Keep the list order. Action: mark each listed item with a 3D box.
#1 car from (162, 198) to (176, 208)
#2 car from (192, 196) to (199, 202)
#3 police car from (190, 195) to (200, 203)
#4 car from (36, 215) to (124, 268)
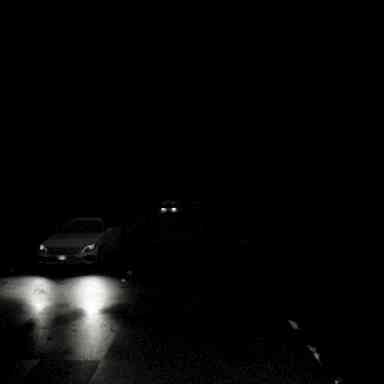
[{"bbox_3d":[-3.601,1.720,52.947,1.882,1.535,5.008,0,0,0],"label":"car"},{"bbox_3d":[1.001,2.013,94.364,1.812,1.442,4.674,0,0,0],"label":"car"},{"bbox_3d":[1.005,1.852,84.474,1.930,1.638,5.238,0,0,0],"label":"police car"},{"bbox_3d":[-3.605,1.563,11.559,1.812,1.442,4.674,0,0,0],"label":"car"}]
